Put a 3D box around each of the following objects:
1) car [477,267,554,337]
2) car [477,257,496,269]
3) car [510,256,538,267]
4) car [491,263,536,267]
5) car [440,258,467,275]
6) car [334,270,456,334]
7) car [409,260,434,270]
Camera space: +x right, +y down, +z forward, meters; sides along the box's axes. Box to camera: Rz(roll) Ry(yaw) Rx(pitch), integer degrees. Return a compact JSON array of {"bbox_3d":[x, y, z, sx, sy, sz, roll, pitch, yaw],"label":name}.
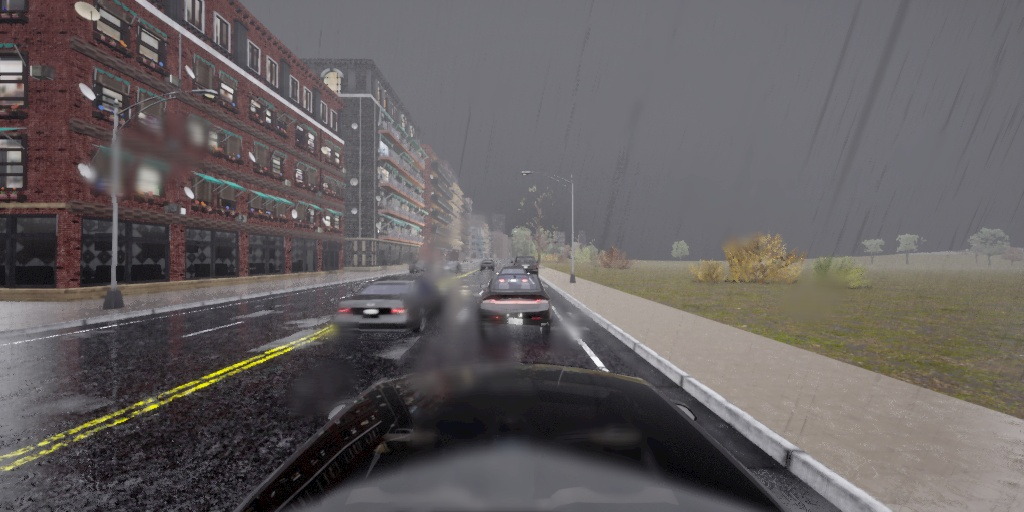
[{"bbox_3d":[0.082,1.243,10.354,2.128,1.511,4.902,0,0,0],"label":"car"},{"bbox_3d":[-3.255,1.255,48.983,1.837,1.490,4.892,0,-1,0],"label":"car"},{"bbox_3d":[1.073,0.979,31.007,2.150,2.045,5.566,0,0,0],"label":"car"},{"bbox_3d":[0.062,1.301,20.794,2.033,1.411,5.357,0,0,0],"label":"car"},{"bbox_3d":[-6.686,1.245,39.909,2.128,1.511,4.902,0,0,0],"label":"car"},{"bbox_3d":[-3.171,1.299,10.556,2.033,1.411,5.357,0,0,0],"label":"car"},{"bbox_3d":[-9.936,1.259,39.632,1.837,1.490,4.892,0,0,0],"label":"car"}]
